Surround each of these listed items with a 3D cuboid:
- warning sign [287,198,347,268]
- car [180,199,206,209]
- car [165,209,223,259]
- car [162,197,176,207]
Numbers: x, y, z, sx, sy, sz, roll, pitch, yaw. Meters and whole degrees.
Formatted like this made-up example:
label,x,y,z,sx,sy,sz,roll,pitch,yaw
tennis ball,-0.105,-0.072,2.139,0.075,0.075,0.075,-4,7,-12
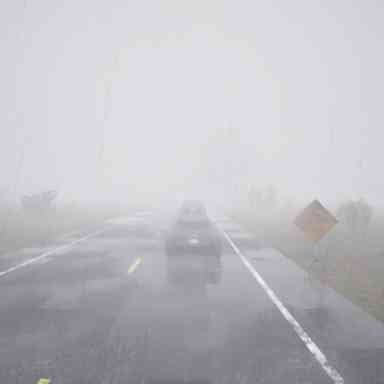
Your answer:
label,x,y,z,sx,sy,sz,roll,pitch,yaw
warning sign,3.543,1.122,9.552,1.300,1.860,1.060,0,0,0
car,0.054,1.376,27.344,2.097,1.767,4.553,0,0,0
car,0.064,1.572,12.721,1.994,1.385,4.181,0,0,0
car,-3.590,1.567,52.311,1.837,1.490,4.892,0,0,0
